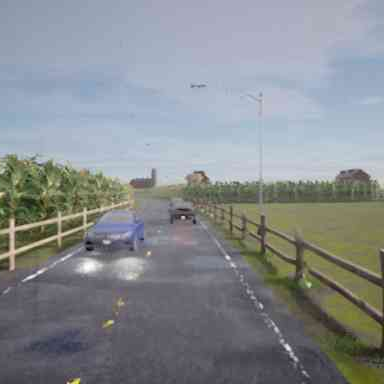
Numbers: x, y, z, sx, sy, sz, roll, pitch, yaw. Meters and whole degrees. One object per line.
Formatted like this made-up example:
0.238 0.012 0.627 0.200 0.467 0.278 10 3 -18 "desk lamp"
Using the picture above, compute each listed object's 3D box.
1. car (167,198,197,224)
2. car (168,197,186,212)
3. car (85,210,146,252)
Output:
-0.709 1.462 24.629 1.837 1.490 4.892 0 0 -3 "car"
-1.847 1.434 39.685 1.837 1.490 4.892 0 1 -5 "car"
-3.030 1.503 13.981 1.812 1.442 4.674 0 0 -1 "car"
